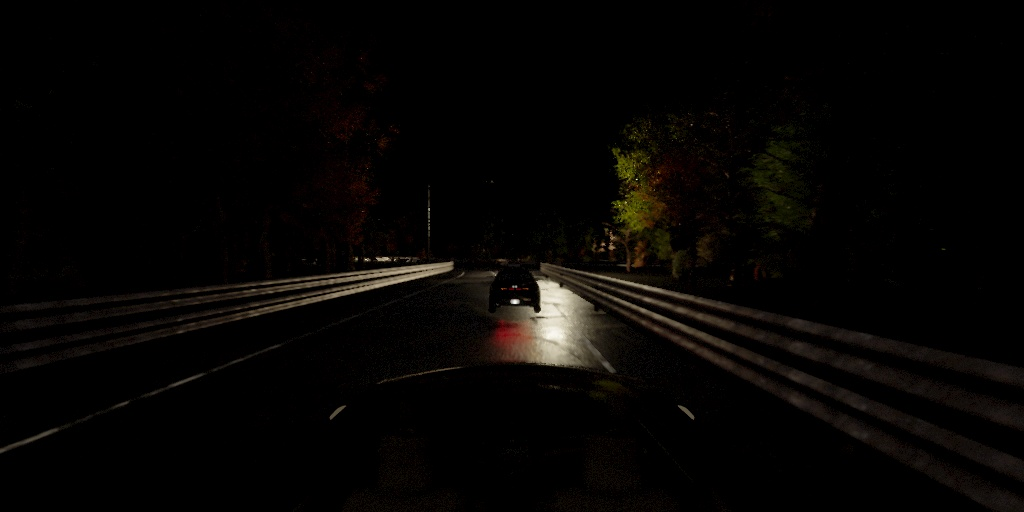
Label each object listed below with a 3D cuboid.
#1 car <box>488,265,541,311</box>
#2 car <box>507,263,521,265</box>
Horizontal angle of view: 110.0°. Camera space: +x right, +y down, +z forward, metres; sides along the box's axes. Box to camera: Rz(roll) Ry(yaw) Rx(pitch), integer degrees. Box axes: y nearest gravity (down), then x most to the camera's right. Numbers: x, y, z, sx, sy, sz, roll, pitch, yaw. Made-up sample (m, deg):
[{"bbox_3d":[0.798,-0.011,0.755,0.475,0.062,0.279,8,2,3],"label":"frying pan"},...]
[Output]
[{"bbox_3d":[0.102,1.280,14.457,1.837,1.490,4.892,0,0,0],"label":"car"},{"bbox_3d":[0.180,1.361,36.082,2.033,1.411,5.357,0,0,2],"label":"car"}]
